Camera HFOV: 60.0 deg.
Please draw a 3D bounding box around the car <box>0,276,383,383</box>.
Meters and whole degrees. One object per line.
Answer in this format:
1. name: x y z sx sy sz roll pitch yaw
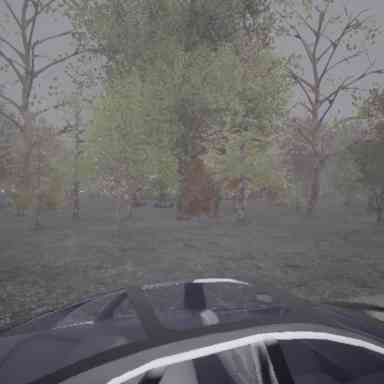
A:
1. car: 0.449 1.491 2.559 4.902 1.511 2.128 0 0 -18
